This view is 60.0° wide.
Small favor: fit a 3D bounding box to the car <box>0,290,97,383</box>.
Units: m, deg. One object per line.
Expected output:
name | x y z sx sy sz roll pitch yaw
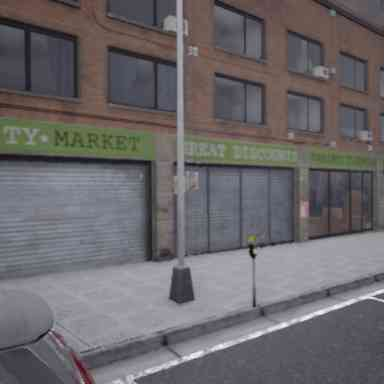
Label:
car | -2.372 1.419 1.328 4.097 1.590 1.967 0 0 -35
